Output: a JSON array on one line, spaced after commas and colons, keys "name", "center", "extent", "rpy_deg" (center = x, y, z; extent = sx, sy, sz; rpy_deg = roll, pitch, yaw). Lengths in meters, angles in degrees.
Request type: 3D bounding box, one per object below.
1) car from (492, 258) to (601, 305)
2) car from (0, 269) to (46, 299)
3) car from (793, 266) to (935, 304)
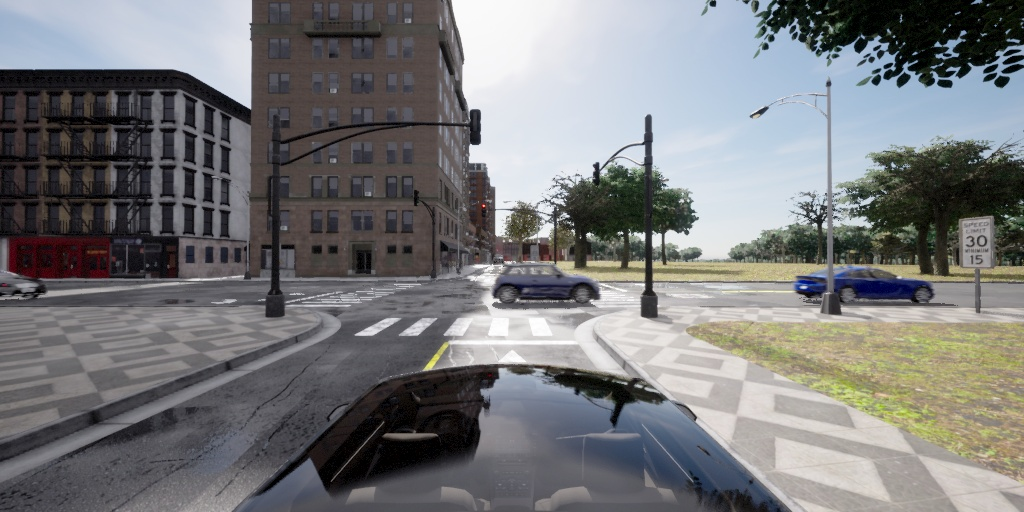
[{"name": "car", "center": [1.439, 1.101, 15.418], "extent": [4.553, 1.767, 2.097], "rpy_deg": [0, 0, 0]}, {"name": "car", "center": [-23.252, 1.201, 15.430], "extent": [4.902, 1.511, 2.128], "rpy_deg": [0, -1, 0]}, {"name": "car", "center": [15.004, 1.201, 15.420], "extent": [5.008, 1.535, 1.882], "rpy_deg": [0, -1, 0]}]
